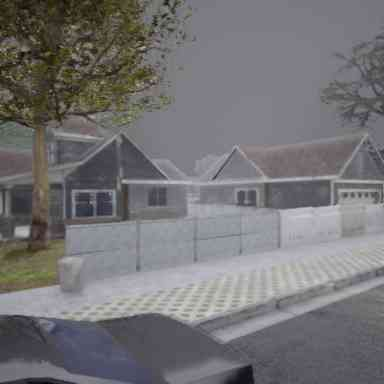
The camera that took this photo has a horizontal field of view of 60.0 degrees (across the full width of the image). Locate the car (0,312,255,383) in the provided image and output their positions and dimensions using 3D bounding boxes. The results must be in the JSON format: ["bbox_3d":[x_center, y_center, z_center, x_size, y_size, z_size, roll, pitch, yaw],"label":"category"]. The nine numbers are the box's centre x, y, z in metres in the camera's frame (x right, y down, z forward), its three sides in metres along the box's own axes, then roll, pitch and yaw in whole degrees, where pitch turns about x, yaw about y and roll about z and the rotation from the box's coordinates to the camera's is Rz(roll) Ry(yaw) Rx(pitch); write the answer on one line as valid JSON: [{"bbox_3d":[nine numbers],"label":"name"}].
[{"bbox_3d":[-1.942,1.592,1.657,5.357,1.411,2.033,-1,0,-36],"label":"car"}]
